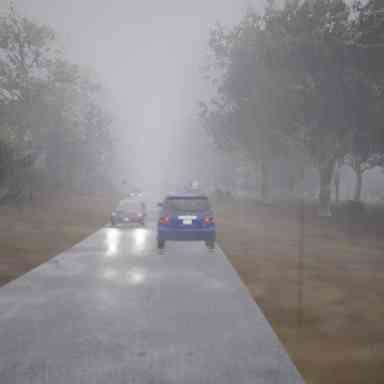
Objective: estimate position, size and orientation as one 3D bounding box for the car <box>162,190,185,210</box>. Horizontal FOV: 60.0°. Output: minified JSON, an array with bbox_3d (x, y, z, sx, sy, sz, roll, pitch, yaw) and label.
[{"bbox_3d":[-1.885,0.686,32.021,1.882,1.535,5.008,2,2,-7],"label":"car"}]

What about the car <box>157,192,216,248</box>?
[{"bbox_3d":[-0.300,1.049,14.055,2.150,2.045,5.566,1,1,-3],"label":"car"}]

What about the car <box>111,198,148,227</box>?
[{"bbox_3d":[-3.635,1.116,19.902,1.812,1.442,4.674,2,2,-4],"label":"car"}]

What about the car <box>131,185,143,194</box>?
[{"bbox_3d":[-10.218,-0.421,61.549,1.837,1.490,4.892,2,1,-13],"label":"car"}]
